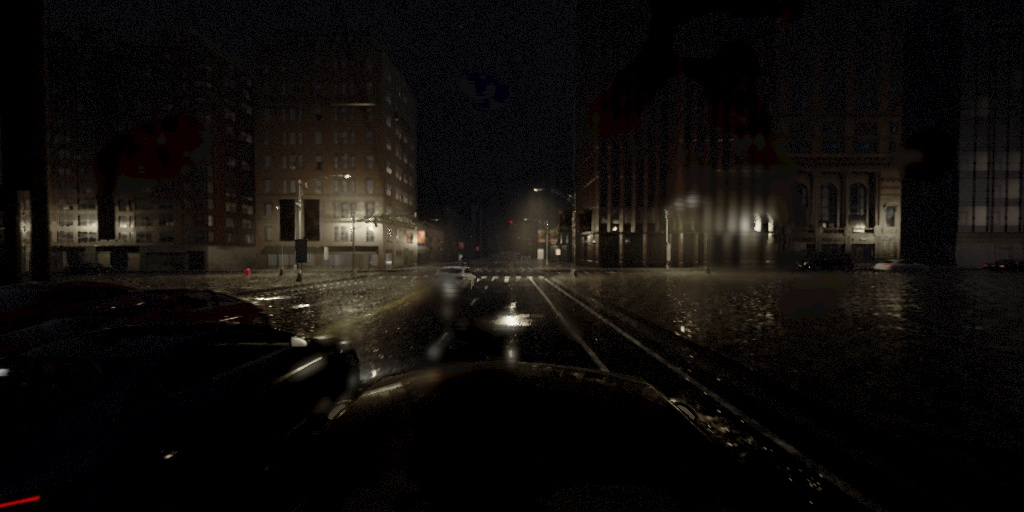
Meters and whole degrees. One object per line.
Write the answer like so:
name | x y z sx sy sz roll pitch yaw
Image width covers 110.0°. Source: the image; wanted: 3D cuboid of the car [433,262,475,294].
car | -3.152 1.268 20.097 1.812 1.442 4.674 0 0 0

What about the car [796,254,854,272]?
car | 36.095 0.784 41.408 5.566 2.045 2.150 0 1 0

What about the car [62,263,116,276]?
car | -46.559 1.486 39.513 4.181 1.385 1.994 0 1 1

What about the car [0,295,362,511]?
car | -3.150 1.314 3.477 1.994 1.385 4.181 0 0 0

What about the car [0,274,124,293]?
car | -9.849 1.272 7.527 1.812 1.442 4.674 0 0 0

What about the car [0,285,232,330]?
car | -6.599 1.311 6.600 1.994 1.385 4.181 0 0 0

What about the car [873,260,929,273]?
car | 41.494 1.118 38.330 4.674 1.442 1.812 0 1 0
